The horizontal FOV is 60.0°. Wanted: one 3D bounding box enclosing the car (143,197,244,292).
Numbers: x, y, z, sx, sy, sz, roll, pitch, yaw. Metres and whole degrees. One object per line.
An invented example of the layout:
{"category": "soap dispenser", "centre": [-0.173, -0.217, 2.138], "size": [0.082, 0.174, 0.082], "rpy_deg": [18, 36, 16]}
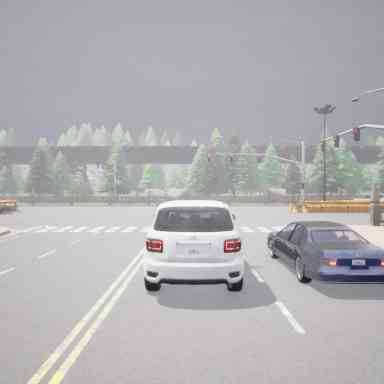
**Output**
{"category": "car", "centre": [0.061, 1.221, 9.106], "size": [2.150, 2.045, 5.566], "rpy_deg": [0, 0, 1]}

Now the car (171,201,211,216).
{"category": "car", "centre": [0.031, 1.601, 33.225], "size": [1.895, 1.301, 4.718], "rpy_deg": [0, 0, 30]}

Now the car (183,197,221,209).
{"category": "car", "centre": [1.276, 1.477, 44.410], "size": [5.008, 1.535, 1.882], "rpy_deg": [0, 0, 0]}

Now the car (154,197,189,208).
{"category": "car", "centre": [-2.895, 1.491, 47.931], "size": [4.902, 1.511, 2.128], "rpy_deg": [0, 0, 0]}

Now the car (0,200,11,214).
{"category": "car", "centre": [-21.487, 1.547, 33.824], "size": [5.357, 1.411, 2.033], "rpy_deg": [0, 0, 0]}

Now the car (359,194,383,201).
{"category": "car", "centre": [23.196, 1.221, 44.304], "size": [5.566, 2.045, 2.150], "rpy_deg": [0, 0, 0]}

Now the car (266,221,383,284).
{"category": "car", "centre": [3.570, 1.547, 9.597], "size": [2.033, 1.411, 5.357], "rpy_deg": [0, 0, 0]}

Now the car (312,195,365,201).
{"category": "car", "centre": [17.935, 1.491, 40.828], "size": [4.902, 1.511, 2.128], "rpy_deg": [0, 0, 0]}

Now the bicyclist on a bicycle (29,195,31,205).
{"category": "bicyclist on a bicycle", "centre": [-27.050, 1.300, 55.834], "size": [0.582, 1.620, 1.656], "rpy_deg": [0, 0, 0]}
